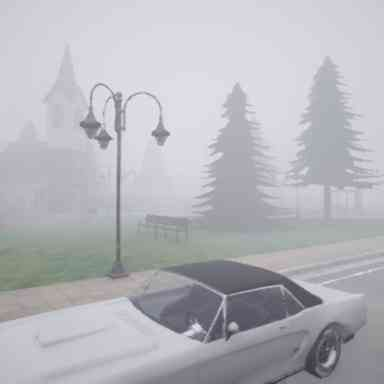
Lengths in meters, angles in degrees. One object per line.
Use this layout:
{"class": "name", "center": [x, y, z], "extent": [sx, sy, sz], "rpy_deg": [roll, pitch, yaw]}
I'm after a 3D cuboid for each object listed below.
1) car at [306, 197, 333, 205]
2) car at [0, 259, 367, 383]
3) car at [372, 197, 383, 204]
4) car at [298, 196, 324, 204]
{"class": "car", "center": [28.015, 1.879, 73.221], "extent": [2.152, 1.636, 5.027], "rpy_deg": [1, 0, -36]}
{"class": "car", "center": [0.048, 1.623, 4.028], "extent": [4.718, 1.301, 1.895], "rpy_deg": [1, 0, -36]}
{"class": "car", "center": [42.113, 1.940, 73.902], "extent": [1.845, 1.501, 3.633], "rpy_deg": [1, 0, -36]}
{"class": "car", "center": [25.499, 1.866, 71.348], "extent": [2.007, 1.523, 4.514], "rpy_deg": [1, 0, -36]}
